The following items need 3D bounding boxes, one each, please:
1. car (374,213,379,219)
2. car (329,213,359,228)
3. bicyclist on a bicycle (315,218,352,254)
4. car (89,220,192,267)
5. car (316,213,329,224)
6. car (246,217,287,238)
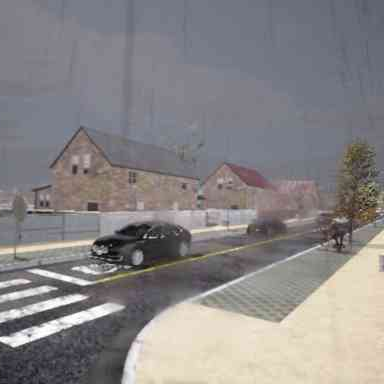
[{"bbox_3d":[37.594,4.785,69.154,1.882,1.535,5.008,1,-2,33],"label":"car"},{"bbox_3d":[17.921,3.028,38.544,2.150,2.045,5.566,1,-2,33],"label":"car"},{"bbox_3d":[6.767,2.101,15.970,1.656,1.620,0.582,1,-2,33],"label":"bicyclist on a bicycle"},{"bbox_3d":[-1.858,1.944,13.442,1.837,1.490,4.892,1,-2,33],"label":"car"},{"bbox_3d":[17.341,3.436,42.936,1.812,1.442,4.674,1,-2,33],"label":"car"},{"bbox_3d":[5.681,2.585,25.084,1.994,1.385,4.181,1,-2,33],"label":"car"}]
